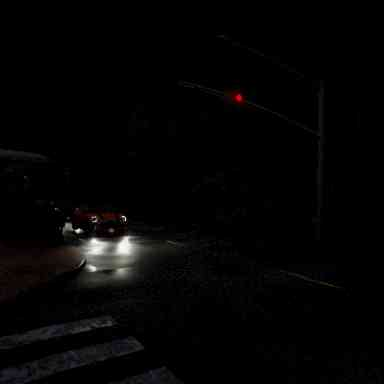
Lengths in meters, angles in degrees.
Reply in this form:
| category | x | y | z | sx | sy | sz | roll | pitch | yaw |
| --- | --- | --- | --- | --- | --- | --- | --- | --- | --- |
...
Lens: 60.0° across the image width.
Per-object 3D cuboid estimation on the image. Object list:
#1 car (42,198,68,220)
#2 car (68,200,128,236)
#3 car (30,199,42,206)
| category | x | y | z | sx | sy | sz | roll | pitch | yaw |
| --- | --- | --- | --- | --- | --- | --- | --- | --- | --- |
| car | -10.660 | 1.414 | 27.397 | 2.097 | 1.767 | 4.553 | 2 | -1 | -32 |
| car | -5.292 | 1.398 | 18.893 | 2.097 | 1.767 | 4.553 | 2 | -1 | -32 |
| car | -17.706 | 1.608 | 38.572 | 1.812 | 1.442 | 4.674 | 2 | 0 | -32 |
